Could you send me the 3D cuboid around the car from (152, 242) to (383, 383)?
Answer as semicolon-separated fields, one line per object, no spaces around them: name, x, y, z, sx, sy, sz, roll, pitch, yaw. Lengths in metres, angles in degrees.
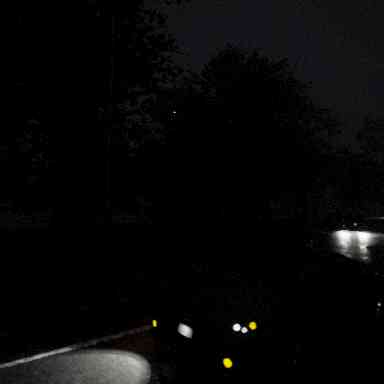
car;1.444;1.578;5.468;4.181;1.385;1.994;1;0;-40

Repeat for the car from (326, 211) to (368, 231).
car;11.591;2.100;25.075;1.994;1.385;4.181;1;-1;8
